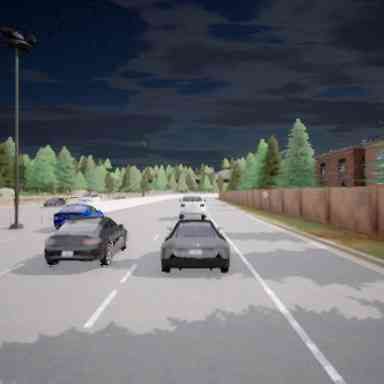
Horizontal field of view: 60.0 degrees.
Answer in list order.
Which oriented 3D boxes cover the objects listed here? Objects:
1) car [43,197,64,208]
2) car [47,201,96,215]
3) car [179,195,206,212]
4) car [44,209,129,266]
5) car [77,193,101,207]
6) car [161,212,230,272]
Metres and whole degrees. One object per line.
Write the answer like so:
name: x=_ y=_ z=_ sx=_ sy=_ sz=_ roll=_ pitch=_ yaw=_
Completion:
car: x=-20.644 y=1.552 z=50.279 sx=1.837 sy=1.490 sz=4.892 roll=0 pitch=0 yaw=2
car: x=-6.969 y=1.498 z=20.967 sx=1.882 sy=1.535 sz=5.008 roll=0 pitch=0 yaw=0
car: x=0.065 y=1.249 z=29.366 sx=2.150 sy=2.045 sz=5.566 roll=0 pitch=0 yaw=1
car: x=-3.426 y=1.537 z=11.415 sx=1.812 sy=1.442 sz=4.674 roll=0 pitch=0 yaw=0
car: x=-17.022 y=1.266 z=55.139 sx=2.150 sy=2.045 sz=5.566 roll=0 pitch=0 yaw=2
car: x=0.091 y=1.574 z=10.854 sx=1.994 sy=1.385 sz=4.181 roll=0 pitch=0 yaw=0
